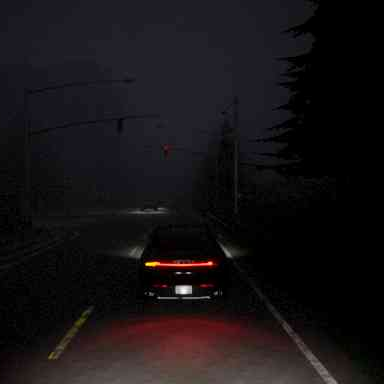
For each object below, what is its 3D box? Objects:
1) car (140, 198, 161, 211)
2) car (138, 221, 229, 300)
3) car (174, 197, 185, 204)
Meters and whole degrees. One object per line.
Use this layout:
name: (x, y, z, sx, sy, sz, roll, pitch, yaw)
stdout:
car: (-5.175, 1.523, 40.688, 1.812, 1.442, 4.674, 0, 0, -3)
car: (-0.226, 1.504, 8.380, 1.837, 1.490, 4.892, 0, 0, -2)
car: (-2.329, 1.560, 61.330, 1.994, 1.385, 4.181, 0, 0, -2)
